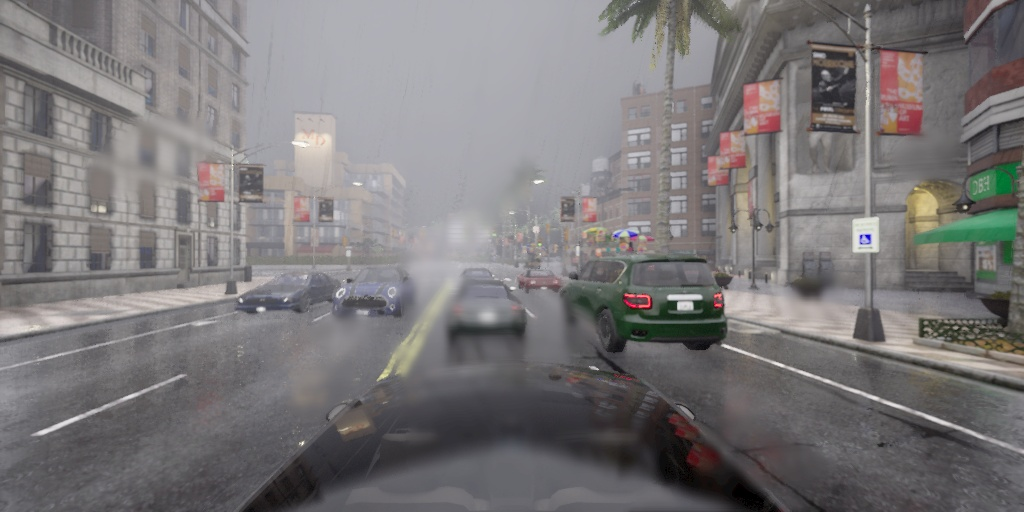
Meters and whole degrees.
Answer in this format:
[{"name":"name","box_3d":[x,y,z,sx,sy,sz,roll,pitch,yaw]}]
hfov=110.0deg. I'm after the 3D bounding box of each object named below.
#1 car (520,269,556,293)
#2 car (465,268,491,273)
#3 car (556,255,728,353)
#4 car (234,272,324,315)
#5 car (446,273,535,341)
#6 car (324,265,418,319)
[{"name":"car","box_3d":[1.458,1.426,21.043,1.895,1.301,4.718,0,0,-7]},{"name":"car","box_3d":[-1.903,1.369,19.766,2.033,1.411,5.357,0,0,-7]},{"name":"car","box_3d":[2.853,0.999,9.103,2.150,2.045,5.566,0,0,-5]},{"name":"car","box_3d":[-8.428,1.351,14.244,2.033,1.411,5.357,0,0,-7]},{"name":"car","box_3d":[-0.784,1.347,10.070,1.994,1.385,4.181,0,0,-7]},{"name":"car","box_3d":[-4.757,1.149,13.082,2.097,1.767,4.553,0,0,-7]}]
